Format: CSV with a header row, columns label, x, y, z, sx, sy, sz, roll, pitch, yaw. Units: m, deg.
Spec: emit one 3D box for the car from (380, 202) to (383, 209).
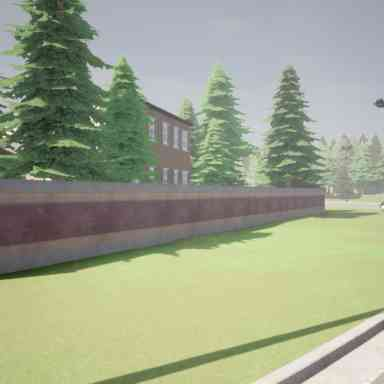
label,x,y,z,sx,sy,sz,roll,pitch,yaw
car,25.199,1.505,40.693,1.837,1.490,4.892,0,0,-6
